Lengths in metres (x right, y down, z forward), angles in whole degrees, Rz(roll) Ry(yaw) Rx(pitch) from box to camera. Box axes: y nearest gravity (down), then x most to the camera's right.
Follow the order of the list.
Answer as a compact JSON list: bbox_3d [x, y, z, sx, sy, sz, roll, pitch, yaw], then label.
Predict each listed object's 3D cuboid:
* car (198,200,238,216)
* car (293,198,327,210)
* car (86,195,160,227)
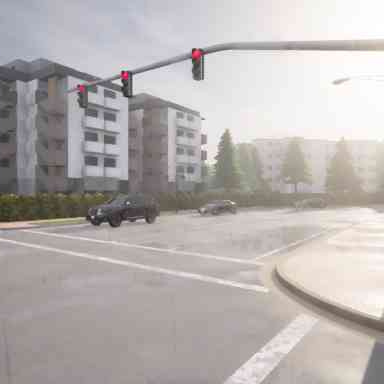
[{"bbox_3d":[2.545,1.492,32.403,2.128,1.511,4.902,0,0,41],"label":"car"},{"bbox_3d":[15.322,1.491,43.200,4.902,1.511,2.128,0,0,-29],"label":"car"},{"bbox_3d":[-4.593,1.221,23.031,2.150,2.045,5.566,0,0,35],"label":"car"}]
